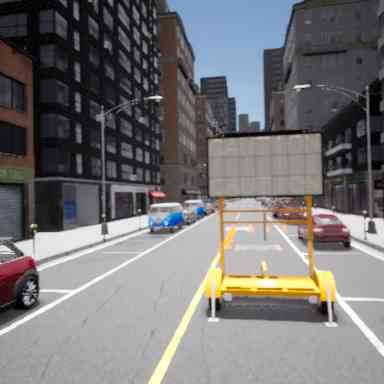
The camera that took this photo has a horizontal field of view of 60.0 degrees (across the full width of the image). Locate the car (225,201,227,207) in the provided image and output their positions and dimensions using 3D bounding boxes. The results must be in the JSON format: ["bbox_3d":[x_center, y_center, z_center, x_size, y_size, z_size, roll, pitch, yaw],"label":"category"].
[{"bbox_3d":[4.801,2.181,59.697,1.802,1.307,4.206,-2,-1,10],"label":"car"}]

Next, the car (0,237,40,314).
[{"bbox_3d":[-4.456,1.608,5.471,1.967,1.590,4.097,-2,-1,10],"label":"car"}]

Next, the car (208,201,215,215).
[{"bbox_3d":[1.100,1.989,38.006,1.947,1.339,4.313,-2,-1,10],"label":"car"}]

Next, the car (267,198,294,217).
[{"bbox_3d":[8.569,1.484,31.154,2.192,1.841,5.009,-2,-1,10],"label":"car"}]

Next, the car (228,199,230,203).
[{"bbox_3d":[5.724,2.084,65.122,1.967,1.590,4.097,-2,-1,10],"label":"car"}]

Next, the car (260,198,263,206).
[{"bbox_3d":[12.277,1.894,52.843,2.008,1.369,4.403,-2,-1,10],"label":"car"}]

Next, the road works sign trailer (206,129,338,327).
[{"bbox_3d":[1.559,0.513,7.170,2.380,3.560,2.880,-1,-1,10],"label":"road works sign trailer"}]

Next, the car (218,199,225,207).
[{"bbox_3d":[3.876,2.120,54.274,1.947,1.339,4.313,-2,-1,10],"label":"car"}]

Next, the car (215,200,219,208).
[{"bbox_3d":[2.026,2.048,43.429,1.802,1.307,4.206,-2,-1,10],"label":"car"}]

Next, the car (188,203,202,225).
[{"bbox_3d":[-0.752,1.887,27.160,2.008,1.369,4.403,-2,-1,10],"label":"car"}]

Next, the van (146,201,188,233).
[{"bbox_3d":[-1.682,1.635,21.741,1.690,1.788,3.998,-2,-1,10],"label":"van"}]

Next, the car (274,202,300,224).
[{"bbox_3d":[7.651,1.708,25.728,1.802,1.307,4.206,-2,-1,10],"label":"car"}]

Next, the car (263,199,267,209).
[{"bbox_3d":[10.424,1.696,41.998,1.967,1.590,4.097,-2,-1,10],"label":"car"}]

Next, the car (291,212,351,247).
[{"bbox_3d":[5.800,1.623,14.883,1.802,1.307,4.206,-2,-1,10],"label":"car"}]

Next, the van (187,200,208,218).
[{"bbox_3d":[0.168,1.721,32.586,1.690,1.788,3.998,-2,-1,10],"label":"van"}]

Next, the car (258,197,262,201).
[{"bbox_3d":[14.128,1.999,63.688,1.947,1.339,4.313,-2,-1,10],"label":"car"}]
